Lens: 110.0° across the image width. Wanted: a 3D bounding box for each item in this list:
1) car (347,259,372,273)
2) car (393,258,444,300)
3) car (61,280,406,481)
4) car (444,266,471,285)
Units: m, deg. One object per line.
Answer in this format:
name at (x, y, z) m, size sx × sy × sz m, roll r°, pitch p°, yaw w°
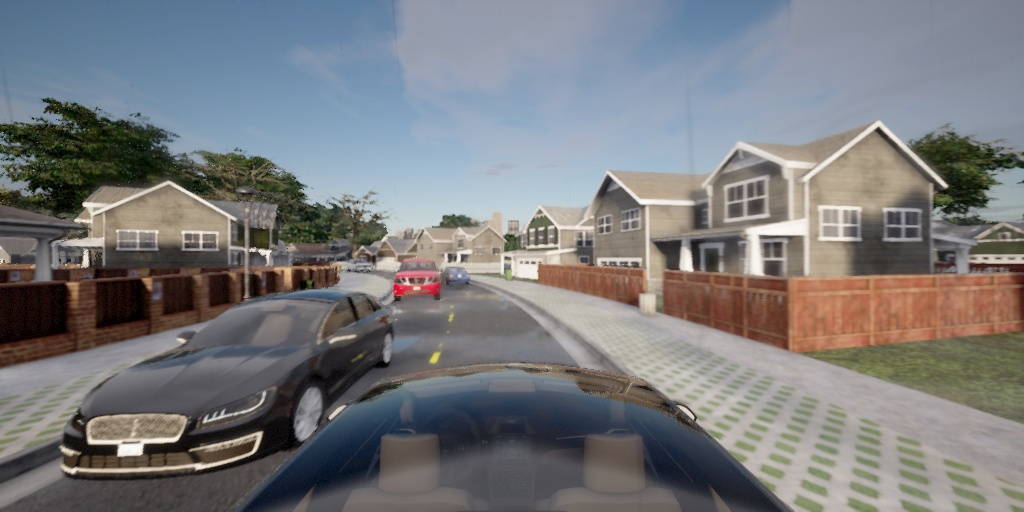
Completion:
car at (-23.177, 1.491, 54.393) m, size 2.150 × 2.045 × 5.566 m, roll 0°, pitch -1°, yaw -41°
car at (-4.886, 1.139, 18.867) m, size 2.150 × 2.045 × 5.566 m, roll 0°, pitch -1°, yaw -13°
car at (-3.131, 1.301, 5.251) m, size 1.837 × 1.490 × 4.892 m, roll 0°, pitch -1°, yaw -3°
car at (-4.688, 1.536, 28.746) m, size 2.033 × 1.411 × 5.357 m, roll 0°, pitch 0°, yaw -20°
